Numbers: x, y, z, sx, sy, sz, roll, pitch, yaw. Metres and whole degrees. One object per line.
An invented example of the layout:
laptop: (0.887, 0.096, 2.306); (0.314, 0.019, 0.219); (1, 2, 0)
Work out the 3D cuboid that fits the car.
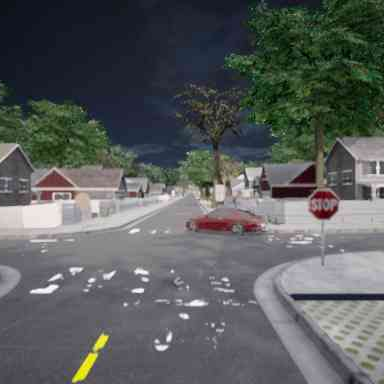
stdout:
car: (1.825, 1.586, 18.507); (4.674, 1.442, 1.812); (-1, -1, 36)
